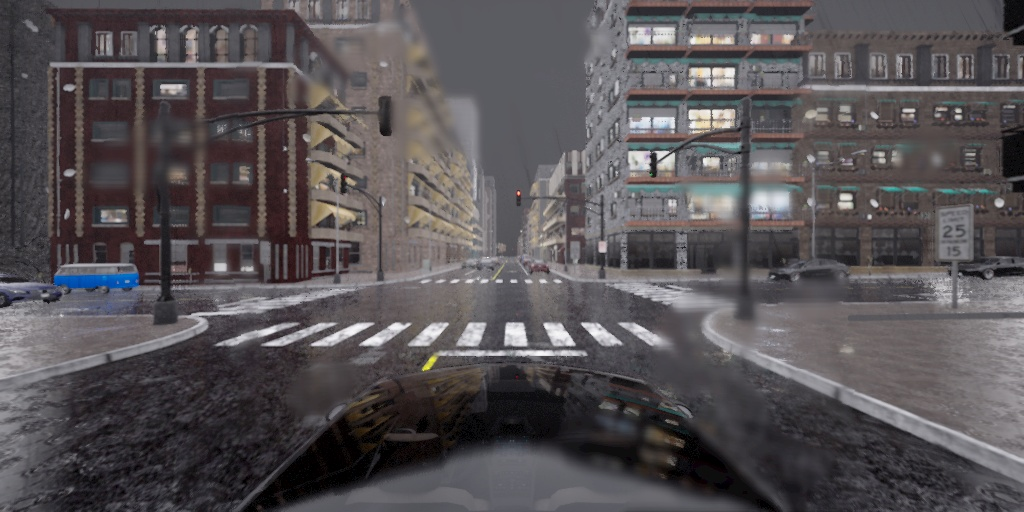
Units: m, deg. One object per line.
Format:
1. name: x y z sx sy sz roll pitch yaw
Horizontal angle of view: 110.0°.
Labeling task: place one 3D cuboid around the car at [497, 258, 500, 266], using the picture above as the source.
1. car: -3.026 0.902 60.232 1.812 1.442 4.674 0 0 0

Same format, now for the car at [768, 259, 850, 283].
1. car: 18.276 0.878 22.113 4.313 1.339 1.948 0 0 0

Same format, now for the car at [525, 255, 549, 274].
1. car: 2.702 0.965 36.560 1.967 1.591 4.097 0 0 0

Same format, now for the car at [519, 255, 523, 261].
1. car: 2.714 0.934 64.231 1.802 1.307 4.207 0 0 0

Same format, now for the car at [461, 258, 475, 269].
1. car: -5.674 1.005 47.632 2.007 1.370 4.403 0 0 0

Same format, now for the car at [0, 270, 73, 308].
1. car: -23.318 1.538 16.111 4.674 1.442 1.812 -1 0 0

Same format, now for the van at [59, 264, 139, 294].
1. van: -25.361 1.365 21.929 3.998 1.789 1.690 0 0 0

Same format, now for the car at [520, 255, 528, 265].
1. car: 2.711 0.968 58.697 1.802 1.307 4.207 0 0 0

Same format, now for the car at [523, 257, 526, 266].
1. car: 2.705 1.040 42.094 2.007 1.370 4.403 0 0 0

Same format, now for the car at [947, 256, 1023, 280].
1. car: 29.602 0.697 22.035 4.313 1.339 1.948 0 0 0

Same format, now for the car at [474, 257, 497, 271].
1. car: -3.075 1.011 42.744 1.812 1.442 4.674 0 0 0
